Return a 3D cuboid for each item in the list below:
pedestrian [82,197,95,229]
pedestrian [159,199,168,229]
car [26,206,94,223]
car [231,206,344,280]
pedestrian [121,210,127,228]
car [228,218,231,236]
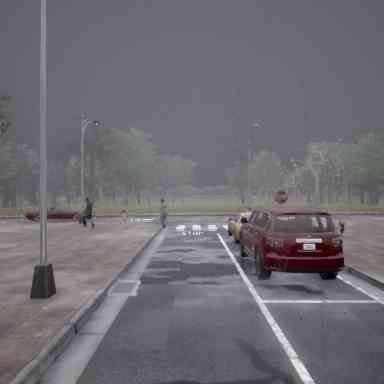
[{"bbox_3d":[-5.915,1.183,18.879,0.375,1.860,0.375,0,0,0],"label":"pedestrian"},{"bbox_3d":[-1.727,1.293,20.197,0.375,1.860,0.375,0,0,0],"label":"pedestrian"},{"bbox_3d":[-10.056,1.704,25.661,4.718,1.301,1.895,-1,0,0],"label":"car"},{"bbox_3d":[2.650,1.314,9.886,2.192,1.841,5.009,0,0,0],"label":"car"},{"bbox_3d":[-3.907,1.521,19.382,0.500,1.100,0.500,0,0,0],"label":"pedestrian"},{"bbox_3d":[2.658,1.525,15.602,1.752,1.417,4.829,0,0,0],"label":"car"}]
